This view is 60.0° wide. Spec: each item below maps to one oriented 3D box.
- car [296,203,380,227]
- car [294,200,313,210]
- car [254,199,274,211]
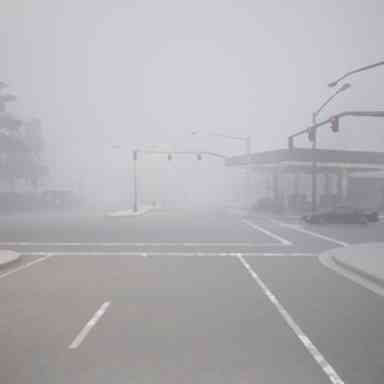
[{"bbox_3d":[10.883,1.756,24.611,5.357,1.411,2.033,0,-1,-1],"label":"car"},{"bbox_3d":[15.433,1.886,45.631,1.970,1.475,3.806,0,-1,0],"label":"car"},{"bbox_3d":[9.689,1.717,44.867,2.242,1.667,4.611,0,-1,0],"label":"car"}]
